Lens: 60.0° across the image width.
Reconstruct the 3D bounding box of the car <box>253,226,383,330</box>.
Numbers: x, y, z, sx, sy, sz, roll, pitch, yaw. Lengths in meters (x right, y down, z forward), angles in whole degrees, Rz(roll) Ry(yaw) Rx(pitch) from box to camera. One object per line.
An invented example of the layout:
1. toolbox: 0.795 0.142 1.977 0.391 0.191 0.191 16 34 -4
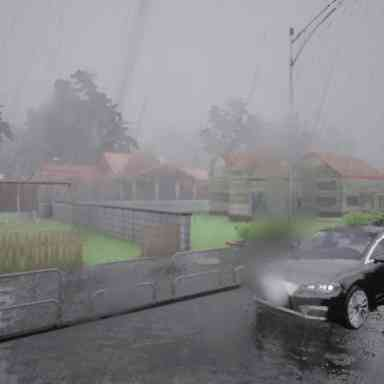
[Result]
1. car: 3.409 1.513 7.038 4.902 1.511 2.128 0 0 -35
